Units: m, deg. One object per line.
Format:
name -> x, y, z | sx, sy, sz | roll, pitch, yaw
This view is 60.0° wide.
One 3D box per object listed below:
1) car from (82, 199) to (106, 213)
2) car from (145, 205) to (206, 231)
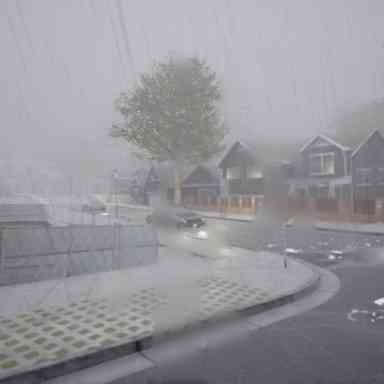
car -> -11.285, 1.567, 38.211 | 1.837, 1.490, 4.892 | -3, 2, -30
car -> -1.275, 1.616, 22.068 | 2.033, 1.411, 5.357 | -3, 2, -33
